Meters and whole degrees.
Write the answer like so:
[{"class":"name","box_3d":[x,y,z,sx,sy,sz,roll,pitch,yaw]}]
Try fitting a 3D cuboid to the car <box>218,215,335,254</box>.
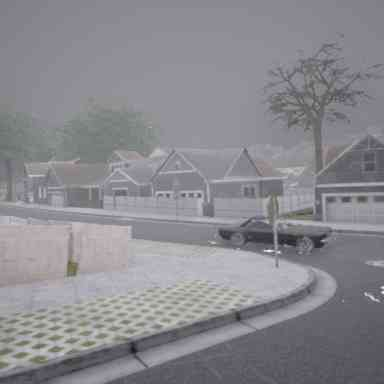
[{"class":"car","box_3d":[3.622,1.735,14.555,4.718,1.301,1.895,0,3,33]}]
